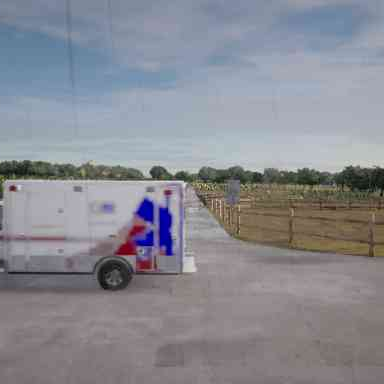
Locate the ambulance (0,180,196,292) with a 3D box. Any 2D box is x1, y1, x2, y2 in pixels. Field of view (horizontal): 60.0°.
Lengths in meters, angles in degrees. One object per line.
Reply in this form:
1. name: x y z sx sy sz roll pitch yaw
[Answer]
1. ambulance: -3.079 0.937 8.348 6.366 2.431 2.351 0 1 0
